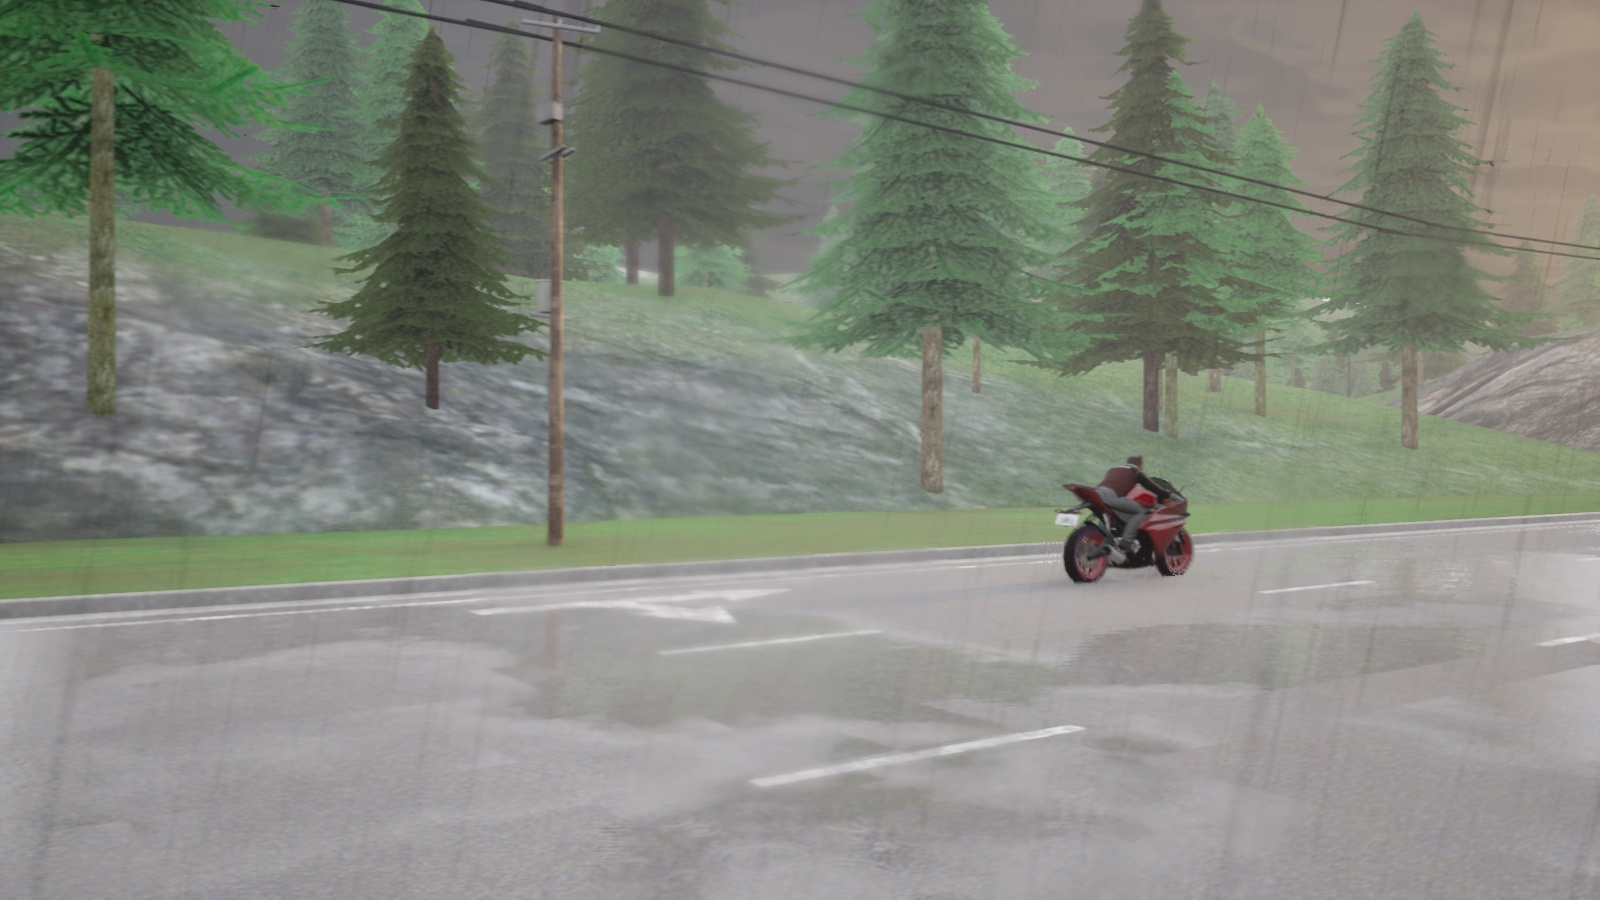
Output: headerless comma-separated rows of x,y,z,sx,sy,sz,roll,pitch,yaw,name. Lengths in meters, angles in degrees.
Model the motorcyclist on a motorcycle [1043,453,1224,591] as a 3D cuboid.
3.998,0.808,14.970,2.191,1.530,0.866,0,0,-35,motorcyclist on a motorcycle
